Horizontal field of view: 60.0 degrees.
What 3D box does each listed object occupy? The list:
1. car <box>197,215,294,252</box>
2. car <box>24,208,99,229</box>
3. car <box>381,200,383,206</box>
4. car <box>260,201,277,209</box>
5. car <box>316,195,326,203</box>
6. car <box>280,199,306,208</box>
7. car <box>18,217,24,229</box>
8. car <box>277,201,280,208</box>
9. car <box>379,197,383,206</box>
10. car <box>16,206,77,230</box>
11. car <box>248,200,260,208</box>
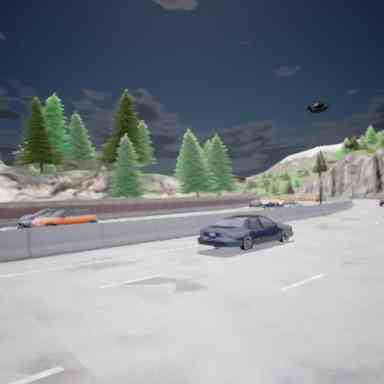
[{"bbox_3d":[2.594,1.752,15.186,2.033,1.411,5.357,-3,-1,45],"label":"car"},{"bbox_3d":[-9.151,2.046,23.980,4.553,1.767,2.097,-1,-1,-43],"label":"car"},{"bbox_3d":[15.270,1.472,23.779,1.882,1.535,5.008,-2,-1,40],"label":"car"},{"bbox_3d":[14.312,2.245,59.197,1.895,1.301,4.718,-2,-1,30],"label":"car"},{"bbox_3d":[32.180,1.674,83.018,2.150,2.045,5.566,-2,-1,19],"label":"car"},{"bbox_3d":[14.186,2.012,45.785,1.895,1.301,4.718,-2,-1,35],"label":"car"},{"bbox_3d":[-11.014,2.346,26.928,5.357,1.411,2.033,-1,-1,-43],"label":"car"},{"bbox_3d":[16.435,2.004,55.964,1.882,1.535,5.008,-2,-1,31],"label":"car"},{"bbox_3d":[32.079,1.590,55.011,1.812,1.442,4.674,-2,-1,27],"label":"car"},{"bbox_3d":[-13.017,2.261,29.927,4.553,1.767,2.097,-1,-1,-44],"label":"car"},{"bbox_3d":[12.048,2.289,62.330,1.812,1.442,4.674,-2,-1,29],"label":"car"}]
